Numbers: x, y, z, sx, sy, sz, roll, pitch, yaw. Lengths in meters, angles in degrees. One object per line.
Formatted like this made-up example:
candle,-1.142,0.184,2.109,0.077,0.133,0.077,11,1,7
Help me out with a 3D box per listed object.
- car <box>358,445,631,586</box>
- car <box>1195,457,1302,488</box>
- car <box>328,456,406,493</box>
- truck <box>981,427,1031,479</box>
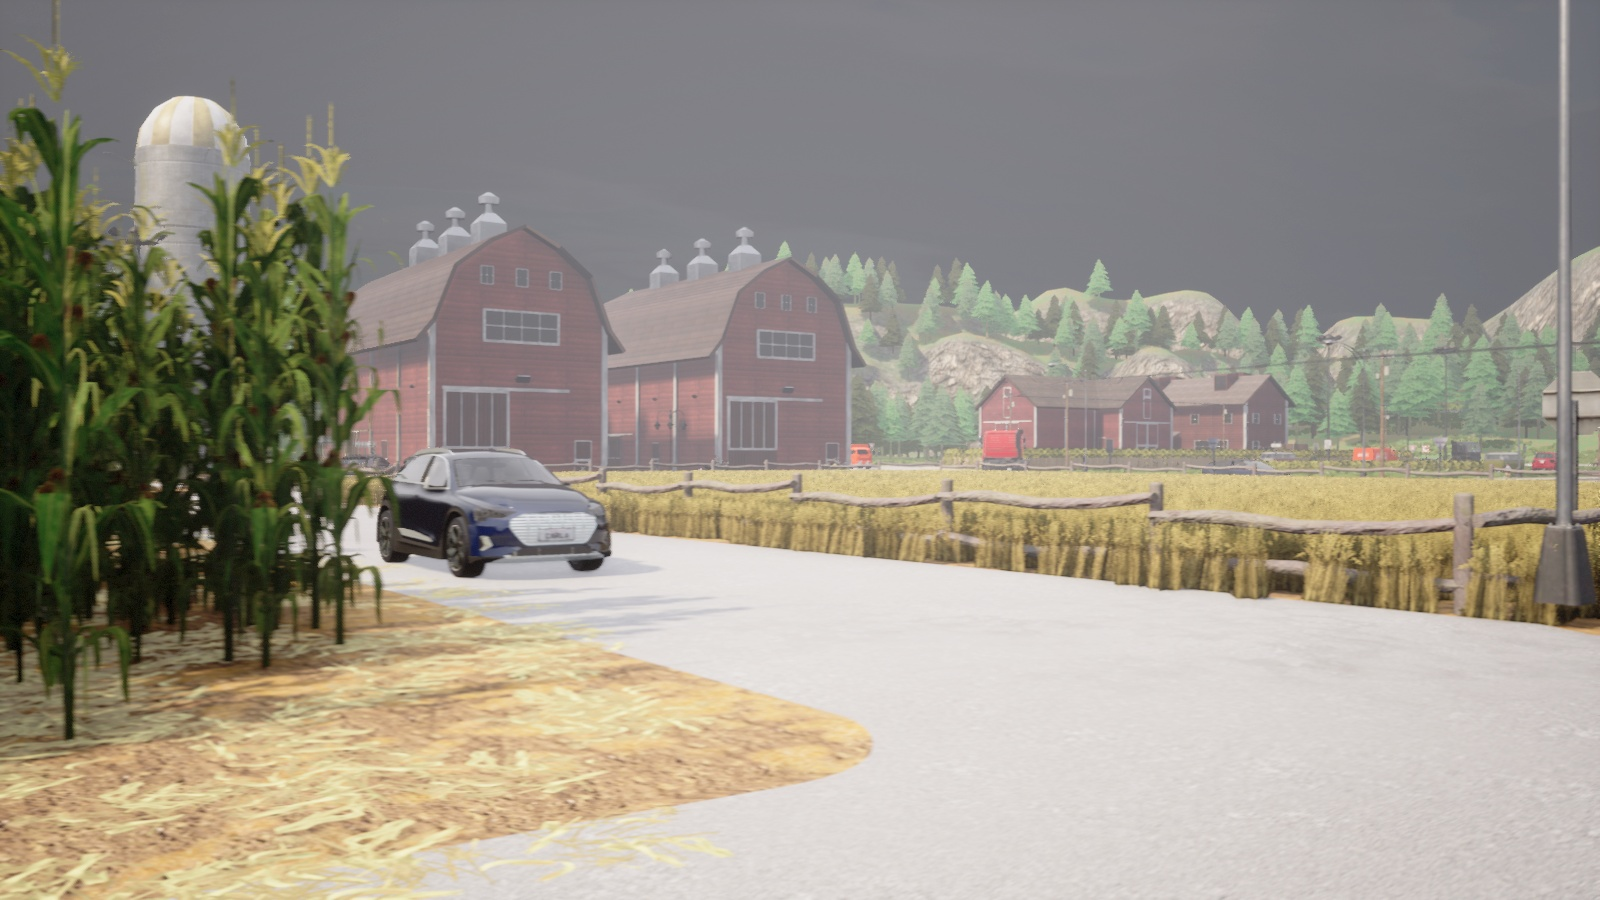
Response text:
car,-4.341,0.794,17.198,2.033,1.649,4.856,0,-1,-35
car,22.837,1.111,64.120,2.163,1.488,4.792,0,0,-35
car,-20.328,1.099,59.155,2.033,1.649,4.856,0,0,0
truck,14.325,0.180,87.721,2.891,3.462,7.936,0,0,5
